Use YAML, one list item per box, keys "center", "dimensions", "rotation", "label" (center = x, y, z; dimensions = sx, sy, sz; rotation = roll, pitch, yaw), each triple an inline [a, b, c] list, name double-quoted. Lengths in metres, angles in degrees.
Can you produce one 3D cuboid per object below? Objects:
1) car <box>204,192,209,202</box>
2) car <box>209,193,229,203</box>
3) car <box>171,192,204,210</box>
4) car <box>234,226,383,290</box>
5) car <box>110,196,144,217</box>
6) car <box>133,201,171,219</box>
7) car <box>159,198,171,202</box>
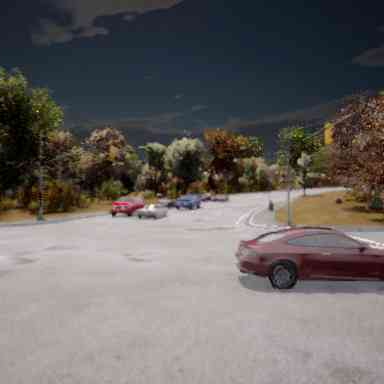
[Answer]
- center: [2.063, 0.877, 61.221]
  dimensions: [2.097, 1.767, 4.553]
  rotation: [0, 3, 25]
  label: "car"
- center: [5.176, 1.099, 59.609]
  dimensions: [1.994, 1.385, 4.181]
  rotation: [0, 3, 25]
  label: "car"
- center: [-0.488, 1.353, 45.765]
  dimensions: [2.150, 2.045, 5.566]
  rotation: [0, 1, 19]
  label: "car"
- center: [3.481, 1.656, 8.832]
  dimensions: [4.674, 1.442, 1.812]
  rotation: [0, -1, 0]
  label: "car"
- center: [-6.876, 1.506, 36.197]
  dimensions: [2.150, 2.045, 5.566]
  rotation: [0, 0, 13]
  label: "car"
- center: [-3.925, 1.907, 33.493]
  dimensions: [1.895, 1.301, 4.718]
  rotation: [0, 0, 13]
  label: "car"
- center: [-3.815, 1.648, 46.740]
  dimensions: [1.812, 1.442, 4.674]
  rotation: [0, 1, 17]
  label: "car"
